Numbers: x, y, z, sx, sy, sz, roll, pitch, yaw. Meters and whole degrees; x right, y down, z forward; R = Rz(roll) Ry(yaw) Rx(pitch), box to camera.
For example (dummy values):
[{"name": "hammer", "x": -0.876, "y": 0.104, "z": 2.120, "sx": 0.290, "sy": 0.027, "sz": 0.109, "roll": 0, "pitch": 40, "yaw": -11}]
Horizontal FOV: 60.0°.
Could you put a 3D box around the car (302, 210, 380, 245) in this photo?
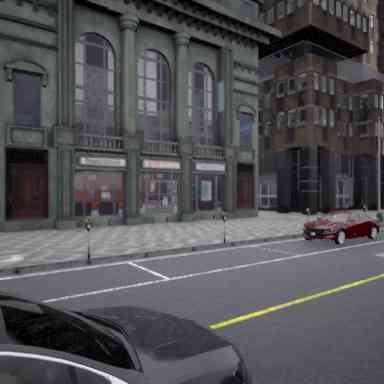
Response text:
[{"name": "car", "x": 6.996, "y": 1.546, "z": 15.505, "sx": 4.507, "sy": 1.381, "sz": 1.887, "roll": 0, "pitch": 0, "yaw": -35}]

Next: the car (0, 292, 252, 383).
[{"name": "car", "x": -1.705, "y": 1.505, "z": 2.218, "sx": 4.892, "sy": 1.490, "sz": 1.837, "roll": 0, "pitch": 0, "yaw": -36}]
